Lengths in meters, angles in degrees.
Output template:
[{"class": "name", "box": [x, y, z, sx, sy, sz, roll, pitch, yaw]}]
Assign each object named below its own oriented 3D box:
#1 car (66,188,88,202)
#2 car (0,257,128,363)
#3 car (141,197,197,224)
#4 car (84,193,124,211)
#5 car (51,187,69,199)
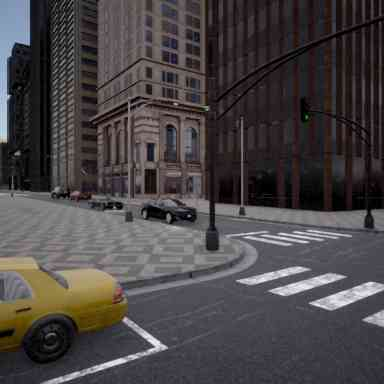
[{"class": "car", "box": [-15.965, 0.575, 47.490, 1.882, 1.535, 5.008, 0, 1, -35]}, {"class": "car", "box": [-3.283, 1.525, 4.308, 4.829, 1.417, 1.752, 0, 0, -35]}, {"class": "car", "box": [-1.618, 1.128, 22.020, 1.882, 1.535, 5.008, 0, 1, -36]}, {"class": "car", "box": [-8.103, 1.036, 31.087, 1.895, 1.301, 4.718, 0, 1, -36]}, {"class": "car", "box": [-21.926, 0.132, 55.751, 2.150, 2.045, 5.566, 0, 1, -36]}]
